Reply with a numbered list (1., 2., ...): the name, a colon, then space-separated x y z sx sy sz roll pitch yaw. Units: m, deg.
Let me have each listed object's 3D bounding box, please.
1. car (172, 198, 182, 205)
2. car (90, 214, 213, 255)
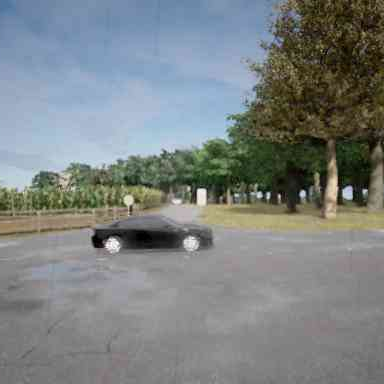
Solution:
1. car: -3.173 2.112 70.961 1.812 1.442 4.674 0 -1 1
2. car: -1.635 1.678 13.868 5.008 1.535 1.882 -1 -1 1
